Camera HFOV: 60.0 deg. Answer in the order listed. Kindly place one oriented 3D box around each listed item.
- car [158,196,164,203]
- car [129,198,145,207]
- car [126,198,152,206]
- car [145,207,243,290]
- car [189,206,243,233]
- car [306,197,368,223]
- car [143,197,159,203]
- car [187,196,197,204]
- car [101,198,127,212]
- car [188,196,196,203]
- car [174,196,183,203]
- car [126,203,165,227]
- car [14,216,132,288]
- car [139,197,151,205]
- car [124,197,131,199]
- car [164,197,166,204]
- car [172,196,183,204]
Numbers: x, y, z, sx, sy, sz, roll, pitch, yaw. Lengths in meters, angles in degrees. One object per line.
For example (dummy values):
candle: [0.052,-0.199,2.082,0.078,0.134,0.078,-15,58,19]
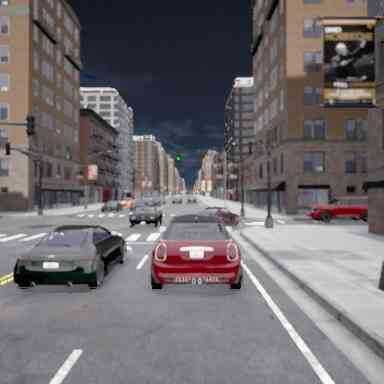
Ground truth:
car: [-6.524,1.786,59.081,1.837,1.490,4.892,0,0,1]
car: [-9.766,1.830,59.362,2.033,1.411,5.357,0,0,1]
car: [-6.591,1.767,41.885,1.994,1.385,4.181,0,0,0]
car: [0.101,1.398,9.387,2.097,1.767,4.553,0,0,0]
car: [1.682,1.671,21.562,1.994,1.385,4.181,-1,0,28]
car: [12.268,1.393,27.057,5.566,2.045,2.150,0,-1,0]
car: [-6.576,1.805,50.283,1.994,1.385,4.181,0,0,0]
car: [0.007,1.688,70.803,2.097,1.767,4.553,0,0,0]
car: [-9.846,1.764,41.264,1.994,1.385,4.181,0,0,0]
car: [0.008,1.775,80.836,1.812,1.442,4.674,0,0,0]
car: [-3.242,1.775,80.836,1.812,1.442,4.674,0,0,0]
car: [-3.147,1.716,23.662,1.895,1.301,4.718,0,0,0]
car: [-3.150,1.611,9.420,1.994,1.385,4.181,0,0,0]
car: [-9.743,1.841,69.616,1.812,1.442,4.674,0,0,0]
car: [-9.830,1.591,49.865,2.097,1.767,4.553,0,0,0]
car: [-6.493,1.677,69.230,2.097,1.767,4.553,0,0,0]
car: [-3.243,1.885,70.832,1.994,1.385,4.181,0,0,0]
